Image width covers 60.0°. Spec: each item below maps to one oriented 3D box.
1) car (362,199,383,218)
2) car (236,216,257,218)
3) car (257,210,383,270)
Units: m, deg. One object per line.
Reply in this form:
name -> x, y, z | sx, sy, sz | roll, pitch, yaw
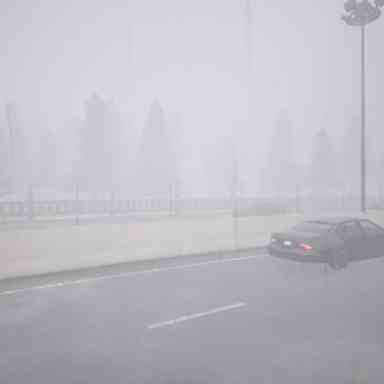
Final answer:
car -> 17.715, 1.404, 30.029 | 4.892, 1.490, 1.837 | 0, 0, -28
car -> 5.537, 1.439, 27.401 | 4.892, 1.490, 1.837 | 0, 0, -29
car -> 4.927, 1.515, 10.832 | 5.357, 1.411, 2.033 | 0, 0, -30
